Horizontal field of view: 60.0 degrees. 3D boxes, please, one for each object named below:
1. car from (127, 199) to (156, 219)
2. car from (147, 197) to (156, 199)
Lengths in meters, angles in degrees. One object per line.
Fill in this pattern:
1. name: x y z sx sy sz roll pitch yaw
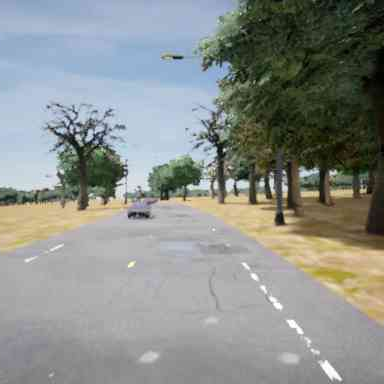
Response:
1. car: -4.575 1.588 29.581 2.033 1.411 5.357 0 0 -4
2. car: -8.765 1.862 70.341 1.882 1.535 5.008 0 -1 -8
